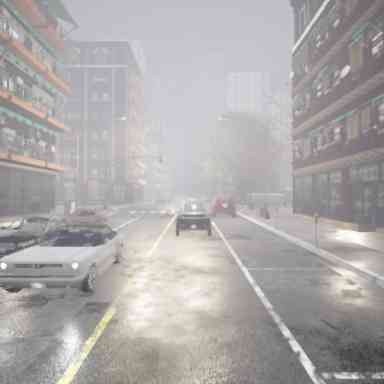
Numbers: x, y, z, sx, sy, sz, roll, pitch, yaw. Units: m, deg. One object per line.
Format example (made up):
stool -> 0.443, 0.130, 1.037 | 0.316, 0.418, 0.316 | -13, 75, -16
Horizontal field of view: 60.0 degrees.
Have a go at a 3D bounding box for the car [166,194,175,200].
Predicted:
car -> -5.715, 1.312, 89.444 | 2.008, 1.369, 4.403 | 1, 0, 0

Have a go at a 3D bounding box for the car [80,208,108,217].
car -> -5.652, 1.528, 17.824 | 1.802, 1.307, 4.206 | 1, 0, 0

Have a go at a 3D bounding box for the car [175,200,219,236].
car -> 0.085, 1.435, 18.138 | 2.128, 1.511, 4.902 | 0, 0, 0

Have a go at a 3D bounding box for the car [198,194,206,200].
car -> 2.665, 1.327, 89.439 | 1.947, 1.339, 4.313 | 1, 0, 0

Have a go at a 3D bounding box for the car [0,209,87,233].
car -> -5.649, 1.513, 12.138 | 2.008, 1.369, 4.403 | 1, 0, 0

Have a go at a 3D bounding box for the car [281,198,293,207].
car -> 15.191, 1.449, 48.294 | 4.313, 1.339, 1.947 | 0, -1, 1

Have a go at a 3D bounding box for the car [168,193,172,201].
car -> -5.706, 1.395, 67.288 | 1.802, 1.307, 4.206 | 1, 0, 0

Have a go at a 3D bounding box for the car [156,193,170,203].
car -> -5.704, 1.409, 61.751 | 1.802, 1.307, 4.206 | 1, 0, 0

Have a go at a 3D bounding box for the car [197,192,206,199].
car -> 2.667, 1.064, 94.977 | 2.192, 1.841, 5.009 | 1, 0, 0

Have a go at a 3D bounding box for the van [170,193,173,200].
van -> -5.704, 1.140, 72.827 | 1.690, 1.788, 3.998 | 1, 0, 0

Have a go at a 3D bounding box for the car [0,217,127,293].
car -> -3.099, 1.573, 8.903 | 1.895, 1.301, 4.718 | 0, 0, 0

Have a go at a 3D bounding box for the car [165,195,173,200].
car -> -5.713, 1.355, 83.905 | 1.802, 1.307, 4.206 | 1, 0, 0

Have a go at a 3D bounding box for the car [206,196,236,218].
car -> 2.694, 1.228, 29.256 | 2.192, 1.841, 5.009 | 1, 0, 0

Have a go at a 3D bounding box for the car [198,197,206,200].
car -> 0.371, 1.484, 34.016 | 1.895, 1.301, 4.718 | 0, 1, 4

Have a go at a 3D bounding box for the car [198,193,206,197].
car -> 2.675, 1.338, 67.456 | 1.752, 1.417, 4.829 | 1, 0, 0
